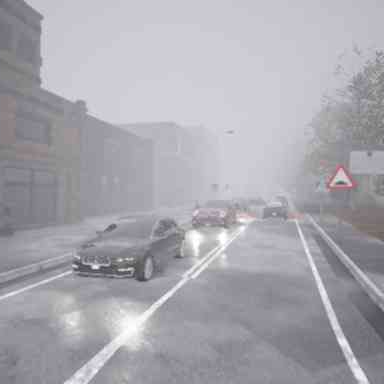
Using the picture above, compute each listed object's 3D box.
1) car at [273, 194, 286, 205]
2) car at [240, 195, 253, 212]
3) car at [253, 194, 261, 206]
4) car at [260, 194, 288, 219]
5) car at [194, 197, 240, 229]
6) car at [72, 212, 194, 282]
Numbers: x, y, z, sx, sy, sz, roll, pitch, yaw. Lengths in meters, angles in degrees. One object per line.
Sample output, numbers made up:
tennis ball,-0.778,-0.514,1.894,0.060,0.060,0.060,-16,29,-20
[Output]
car,13.490,1.108,51.210,1.882,1.535,5.008,0,1,16
car,4.178,1.143,30.533,1.994,1.385,4.181,0,-2,16
car,8.988,1.120,47.483,1.882,1.535,5.008,0,0,16
car,6.770,1.233,27.072,1.812,1.442,4.674,0,7,15
car,1.488,1.225,20.848,2.097,1.767,4.553,0,1,16
car,-1.549,1.464,9.891,1.837,1.490,4.892,0,0,15
